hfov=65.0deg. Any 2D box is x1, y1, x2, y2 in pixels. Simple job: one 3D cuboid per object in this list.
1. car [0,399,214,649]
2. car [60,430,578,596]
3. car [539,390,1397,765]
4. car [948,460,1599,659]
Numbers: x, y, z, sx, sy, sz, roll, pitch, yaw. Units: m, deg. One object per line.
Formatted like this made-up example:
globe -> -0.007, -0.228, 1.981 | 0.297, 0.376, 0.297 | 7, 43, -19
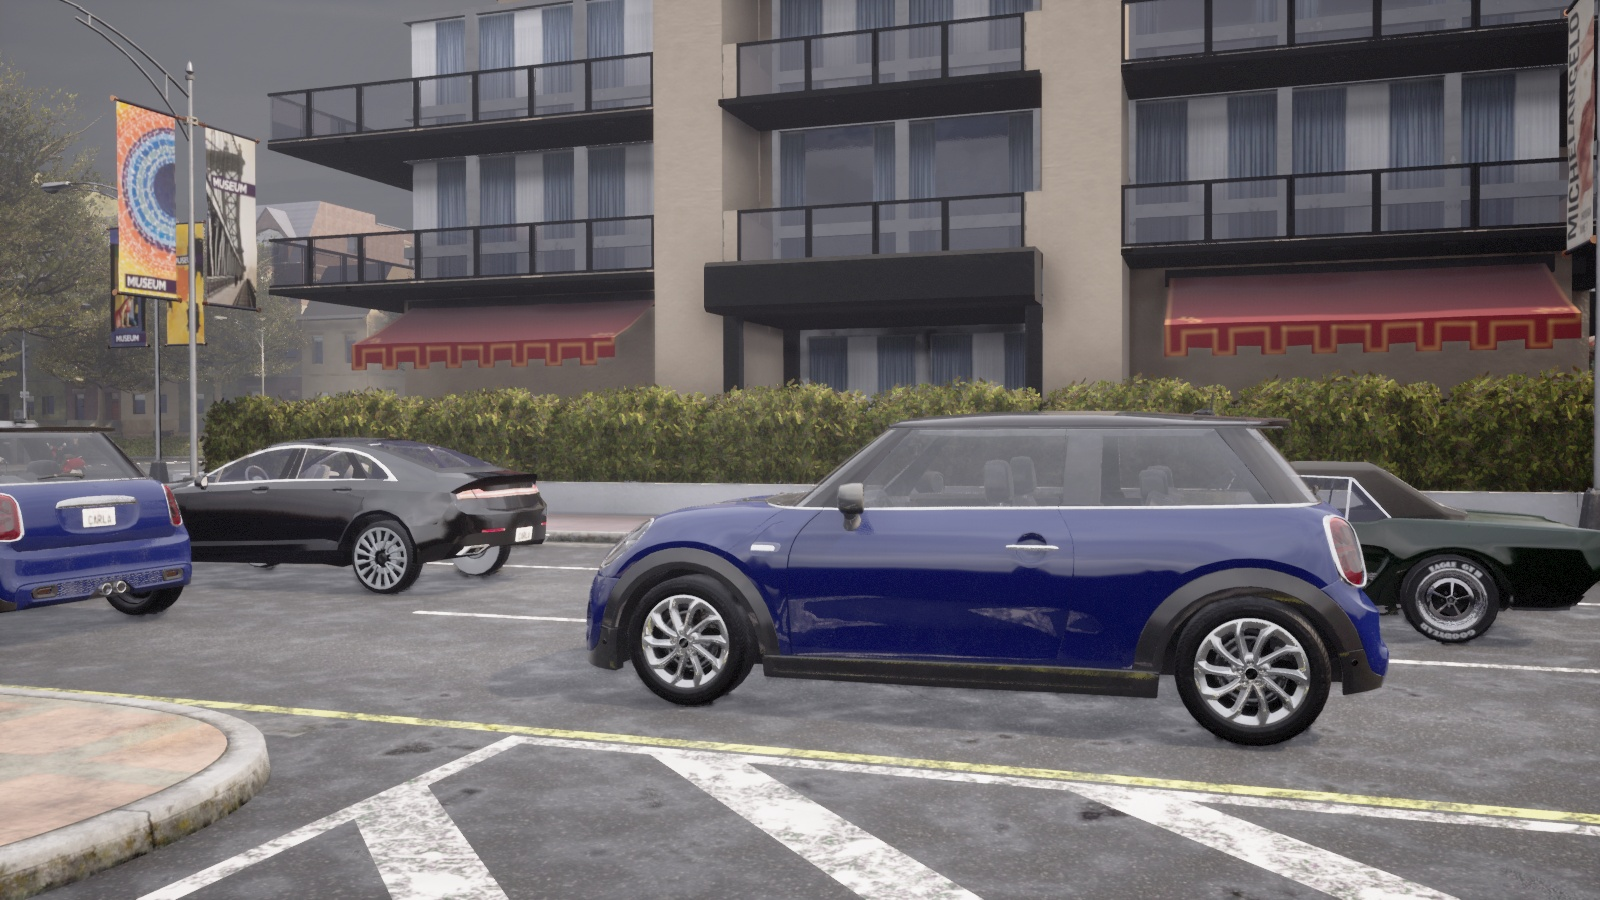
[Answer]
car -> -7.503, 0.489, 10.465 | 4.553, 1.767, 2.097 | 1, 1, 19
car -> -5.065, 0.550, 13.338 | 4.902, 1.511, 2.128 | 1, 1, 19
car -> 0.966, 0.567, 7.615 | 4.553, 1.767, 2.097 | 1, 1, 18
car -> 3.746, 0.775, 10.374 | 4.718, 1.301, 1.895 | 1, 1, 19
